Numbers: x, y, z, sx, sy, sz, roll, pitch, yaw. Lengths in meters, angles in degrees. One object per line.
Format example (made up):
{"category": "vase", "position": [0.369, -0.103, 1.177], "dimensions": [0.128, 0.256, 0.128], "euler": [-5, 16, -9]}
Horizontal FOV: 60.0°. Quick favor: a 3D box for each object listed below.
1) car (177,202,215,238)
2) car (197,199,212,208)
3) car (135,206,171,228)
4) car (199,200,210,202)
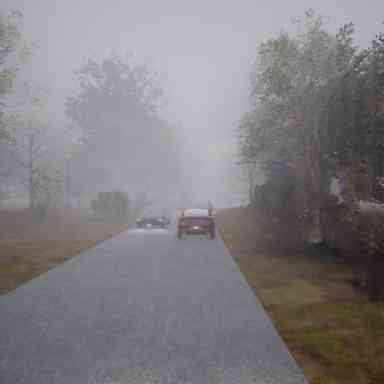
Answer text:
{"category": "car", "position": [0.258, 1.556, 18.292], "dimensions": [1.882, 1.535, 5.008], "euler": [0, 0, 1]}
{"category": "car", "position": [2.532, 2.260, 65.195], "dimensions": [2.097, 1.767, 4.553], "euler": [0, -2, 12]}
{"category": "car", "position": [-2.547, 1.664, 23.198], "dimensions": [2.033, 1.411, 5.357], "euler": [0, -1, 2]}
{"category": "car", "position": [1.492, 1.886, 38.797], "dimensions": [1.994, 1.385, 4.181], "euler": [0, -1, 5]}
